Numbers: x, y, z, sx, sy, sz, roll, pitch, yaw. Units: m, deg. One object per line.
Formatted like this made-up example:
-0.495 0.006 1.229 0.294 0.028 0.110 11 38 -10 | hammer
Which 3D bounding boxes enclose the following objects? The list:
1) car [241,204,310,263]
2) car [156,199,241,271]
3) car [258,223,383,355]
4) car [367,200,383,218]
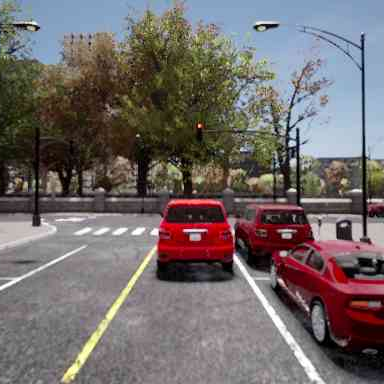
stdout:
2.706 1.349 11.887 2.192 1.841 5.009 1 0 0 | car
0.090 1.254 11.160 2.150 2.045 5.566 0 0 0 | car
2.702 1.562 6.190 1.887 1.381 4.507 1 0 0 | car
19.340 1.571 32.146 5.009 1.841 2.192 0 -1 0 | car
